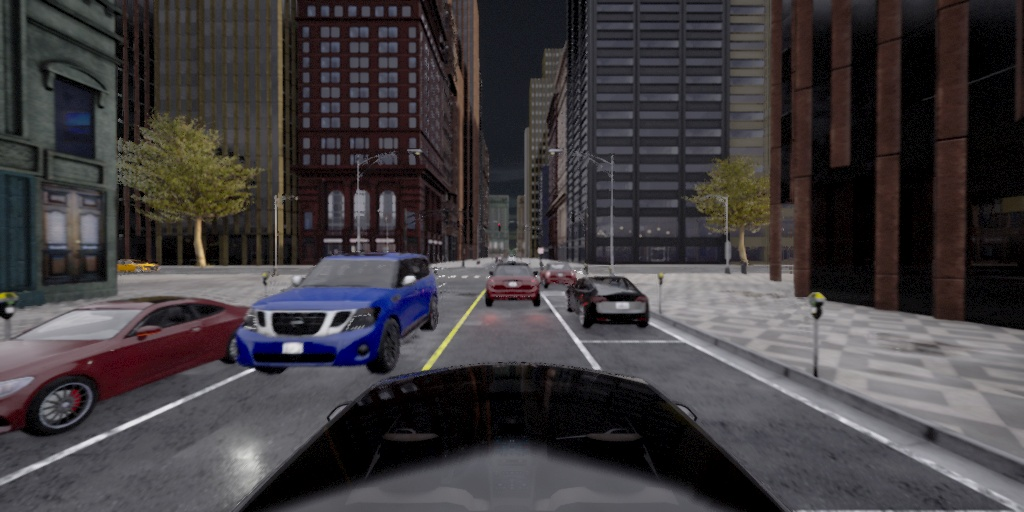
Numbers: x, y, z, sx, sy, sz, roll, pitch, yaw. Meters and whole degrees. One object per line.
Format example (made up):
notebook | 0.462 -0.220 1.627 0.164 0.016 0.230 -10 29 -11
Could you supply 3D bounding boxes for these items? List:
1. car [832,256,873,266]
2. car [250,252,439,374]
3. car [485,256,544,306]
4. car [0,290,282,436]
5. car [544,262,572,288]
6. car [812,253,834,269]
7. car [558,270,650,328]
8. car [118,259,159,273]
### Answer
car | 42.339 1.018 43.921 4.718 1.301 1.895 0 1 0
car | -3.099 0.937 7.833 2.150 2.045 5.566 0 0 0
car | 0.056 1.027 15.290 2.097 1.767 4.553 0 0 1
car | -5.763 1.311 5.395 1.802 1.307 4.207 0 0 0
car | 2.762 1.077 22.306 1.967 1.591 4.097 0 0 0
car | 40.422 0.607 47.158 5.566 2.045 2.150 0 1 0
car | 2.762 1.264 11.034 1.948 1.339 4.313 0 0 0
car | -42.705 1.141 40.365 5.008 1.535 1.882 0 1 0
